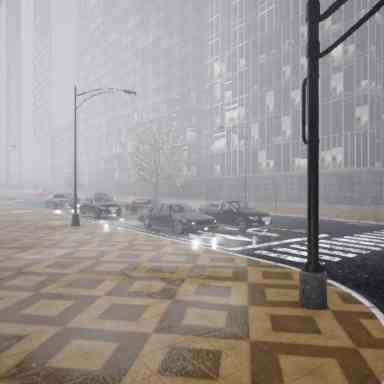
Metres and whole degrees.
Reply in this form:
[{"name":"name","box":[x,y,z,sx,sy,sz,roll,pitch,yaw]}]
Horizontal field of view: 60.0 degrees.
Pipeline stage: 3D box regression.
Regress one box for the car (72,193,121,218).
[{"name":"car","box":[-7.049,1.056,25.428,2.128,1.511,4.902,0,1,-38]}]

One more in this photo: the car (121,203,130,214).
[{"name":"car","box":[-3.416,1.193,26.063,1.895,1.301,4.718,0,1,-38]}]

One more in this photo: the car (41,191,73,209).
[{"name":"car","box":[-13.382,0.902,33.531,1.812,1.442,4.674,0,1,-38]}]

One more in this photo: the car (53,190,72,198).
[{"name":"car","box":[-25.378,0.316,65.041,2.033,1.411,5.357,0,1,-38]}]

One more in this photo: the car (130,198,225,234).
[{"name":"car","box":[-0.974,1.292,17.688,2.033,1.411,5.357,0,1,-38]}]

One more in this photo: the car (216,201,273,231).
[{"name":"car","box":[2.309,1.254,18.772,2.128,1.511,4.902,0,1,-38]}]

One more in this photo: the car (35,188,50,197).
[{"name":"car","box":[-28.478,0.110,63.731,2.097,1.767,4.553,0,1,-38]}]
